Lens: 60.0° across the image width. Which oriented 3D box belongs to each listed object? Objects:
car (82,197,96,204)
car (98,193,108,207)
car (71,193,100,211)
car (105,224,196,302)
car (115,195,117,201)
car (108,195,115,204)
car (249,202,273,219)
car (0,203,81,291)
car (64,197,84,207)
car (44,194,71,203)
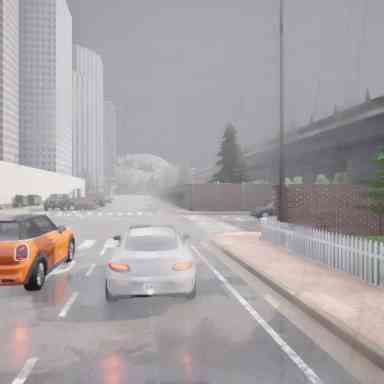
[{"bbox_3d":[-20.243,1.601,65.394,1.895,1.301,4.718,0,0,-9],"label":"car"},{"bbox_3d":[-14.543,1.221,50.583,2.150,2.045,5.566,0,0,-9],"label":"car"},{"bbox_3d":[-13.103,1.352,41.115,2.097,1.767,4.553,0,0,-9],"label":"car"},{"bbox_3d":[-0.989,1.526,8.227,1.812,1.442,4.674,0,0,-7],"label":"car"},{"bbox_3d":[-18.656,1.362,78.298,1.882,1.535,5.008,0,0,-9],"label":"car"},{"bbox_3d":[-16.588,1.526,64.514,1.812,1.442,4.674,0,0,-8],"label":"car"},{"bbox_3d":[7.342,1.560,28.488,4.892,1.490,1.837,0,0,-9],"label":"car"},{"bbox_3d":[-4.666,1.352,9.042,2.097,1.767,4.553,0,0,-7],"label":"car"},{"bbox_3d":[-18.223,1.547,51.554,2.033,1.411,5.357,0,0,-8],"label":"car"},{"bbox_3d":[-16.691,1.221,41.425,2.150,2.045,5.566,0,0,-9],"label":"car"}]
